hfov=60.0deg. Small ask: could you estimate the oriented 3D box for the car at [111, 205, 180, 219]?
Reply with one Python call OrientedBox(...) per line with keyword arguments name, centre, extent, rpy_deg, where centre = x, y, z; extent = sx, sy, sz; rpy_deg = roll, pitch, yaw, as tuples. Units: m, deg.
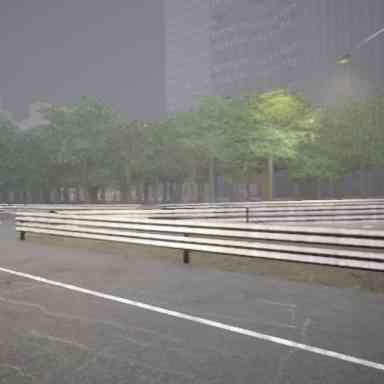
OrientedBox(name="car", centre=(-3.134, 1.593, 22.143), extent=(4.674, 1.442, 1.812), rpy_deg=(-1, 0, 12))
